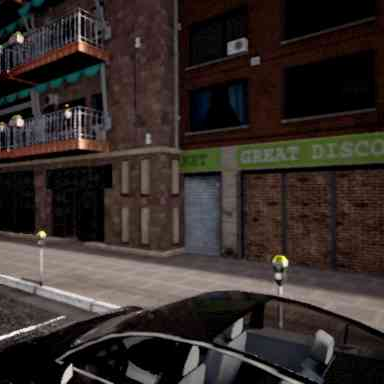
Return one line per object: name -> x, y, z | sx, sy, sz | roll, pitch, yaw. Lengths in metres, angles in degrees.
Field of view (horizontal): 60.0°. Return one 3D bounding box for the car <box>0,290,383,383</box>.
car -> 0.062, 1.582, 2.826 | 4.313, 1.339, 1.947 | -1, 0, 35
